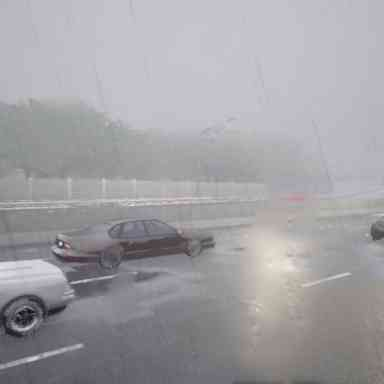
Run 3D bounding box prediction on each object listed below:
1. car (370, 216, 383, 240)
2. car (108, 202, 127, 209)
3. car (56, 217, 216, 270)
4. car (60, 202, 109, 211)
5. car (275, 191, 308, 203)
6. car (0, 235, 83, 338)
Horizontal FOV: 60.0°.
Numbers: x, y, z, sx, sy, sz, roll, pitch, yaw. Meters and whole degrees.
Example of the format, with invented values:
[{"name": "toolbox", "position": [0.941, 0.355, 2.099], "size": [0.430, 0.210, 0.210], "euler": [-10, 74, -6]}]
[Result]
[{"name": "car", "position": [9.950, 1.468, 15.106], "size": [4.181, 1.385, 1.994], "euler": [-1, 0, -35]}, {"name": "car", "position": [-7.647, 1.525, 28.615], "size": [4.181, 1.385, 1.994], "euler": [0, 0, -35]}, {"name": "car", "position": [-1.761, 1.537, 11.084], "size": [5.357, 1.411, 2.033], "euler": [0, 0, -35]}, {"name": "car", "position": [-8.675, 1.584, 23.594], "size": [4.718, 1.301, 1.895], "euler": [0, 0, -35]}, {"name": "car", "position": [14.554, 0.869, 48.446], "size": [5.566, 2.045, 2.150], "euler": [-1, 0, -35]}, {"name": "car", "position": [-4.331, 1.600, 4.955], "size": [4.718, 1.301, 1.895], "euler": [0, 0, -36]}]
